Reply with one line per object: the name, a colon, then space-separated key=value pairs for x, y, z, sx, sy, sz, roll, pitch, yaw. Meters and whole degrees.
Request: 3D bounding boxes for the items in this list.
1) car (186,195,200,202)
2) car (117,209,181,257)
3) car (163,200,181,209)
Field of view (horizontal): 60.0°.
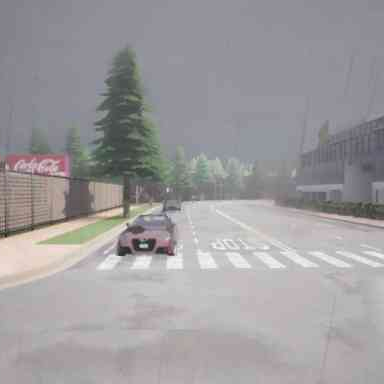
car: x=0.326 y=1.339 z=64.033 sx=1.837 sy=1.490 sz=4.892 roll=0 pitch=0 yaw=21
car: x=-1.550 y=1.572 z=12.869 sx=1.994 sy=1.385 sz=4.181 roll=0 pitch=0 yaw=1
car: x=-2.245 y=1.572 z=37.759 sx=1.994 sy=1.385 sz=4.181 roll=0 pitch=0 yaw=-2
